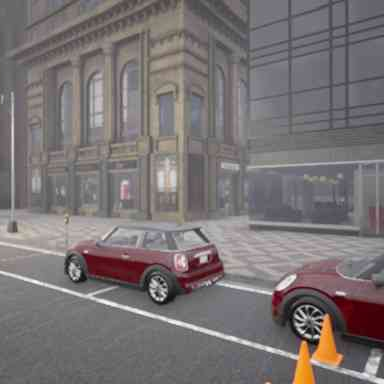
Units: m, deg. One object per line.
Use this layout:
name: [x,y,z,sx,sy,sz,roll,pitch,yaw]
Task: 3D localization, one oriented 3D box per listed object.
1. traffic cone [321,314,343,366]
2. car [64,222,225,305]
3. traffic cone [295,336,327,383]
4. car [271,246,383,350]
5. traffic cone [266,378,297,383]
traffic cone: [1.830,1.956,4.510,0.340,0.580,0.340,0,0,36]
car: [-1.330,1.449,8.167,4.097,1.590,1.967,0,0,36]
traffic cone: [1.247,1.956,3.697,0.340,0.580,0.340,0,0,36]
car: [3.254,1.440,4.884,4.097,1.590,1.967,0,0,36]
traffic cone: [0.665,1.957,2.884,0.340,0.580,0.340,0,0,36]
